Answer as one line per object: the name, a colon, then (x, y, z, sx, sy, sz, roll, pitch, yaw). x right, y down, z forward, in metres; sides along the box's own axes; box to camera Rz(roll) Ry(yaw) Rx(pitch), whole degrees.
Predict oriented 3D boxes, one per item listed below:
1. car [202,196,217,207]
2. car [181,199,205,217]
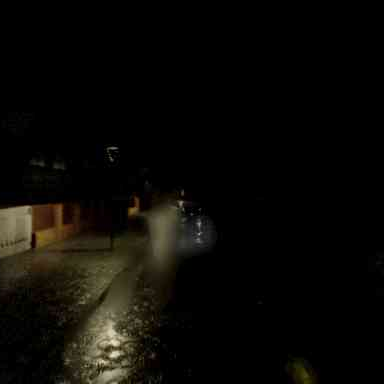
car: (2.997, 1.612, 54.174, 1.812, 1.442, 4.674, 0, 0, 0)
car: (-0.015, 1.639, 31.458, 1.895, 1.301, 4.718, 0, 0, 0)
